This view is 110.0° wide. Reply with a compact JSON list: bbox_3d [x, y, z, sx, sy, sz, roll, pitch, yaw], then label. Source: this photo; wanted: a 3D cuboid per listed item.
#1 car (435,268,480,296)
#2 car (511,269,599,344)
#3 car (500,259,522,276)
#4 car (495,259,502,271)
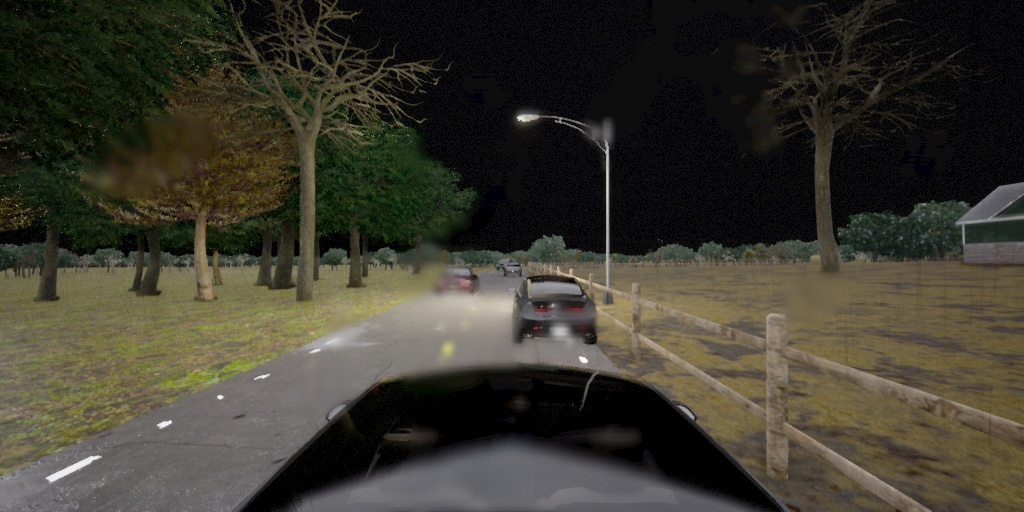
[{"bbox_3d":[-2.844,1.333,19.449,1.994,1.385,4.181,0,0,0],"label":"car"},{"bbox_3d":[0.965,1.260,9.539,1.837,1.490,4.892,0,0,0],"label":"car"},{"bbox_3d":[0.085,1.357,38.169,2.128,1.511,4.902,0,-1,0],"label":"car"},{"bbox_3d":[-1.261,1.542,63.263,2.150,2.045,5.566,0,-1,14],"label":"car"}]
